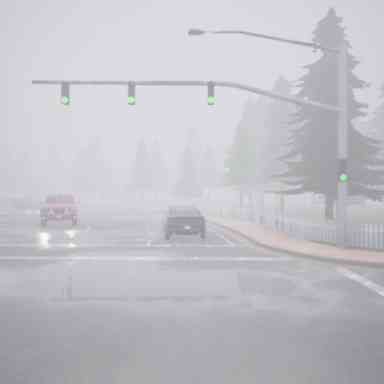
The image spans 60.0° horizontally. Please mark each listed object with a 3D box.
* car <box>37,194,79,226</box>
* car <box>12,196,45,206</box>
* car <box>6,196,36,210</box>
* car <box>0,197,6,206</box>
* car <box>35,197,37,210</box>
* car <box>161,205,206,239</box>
[{"bbox_3d":[-9.078,1.146,22.927,2.150,2.045,5.566,0,0,-20],"label":"car"},{"bbox_3d":[-25.840,1.346,52.590,5.008,1.535,1.882,0,0,23],"label":"car"},{"bbox_3d":[-20.154,1.381,40.289,4.902,1.511,2.128,0,0,43],"label":"car"},{"bbox_3d":[-27.216,1.417,49.380,5.357,1.411,2.033,0,0,23],"label":"car"},{"bbox_3d":[-13.460,1.456,32.274,2.033,1.411,5.357,0,0,-33],"label":"car"},{"bbox_3d":[-0.538,1.421,17.197,1.882,1.535,5.008,0,0,-8],"label":"car"}]
